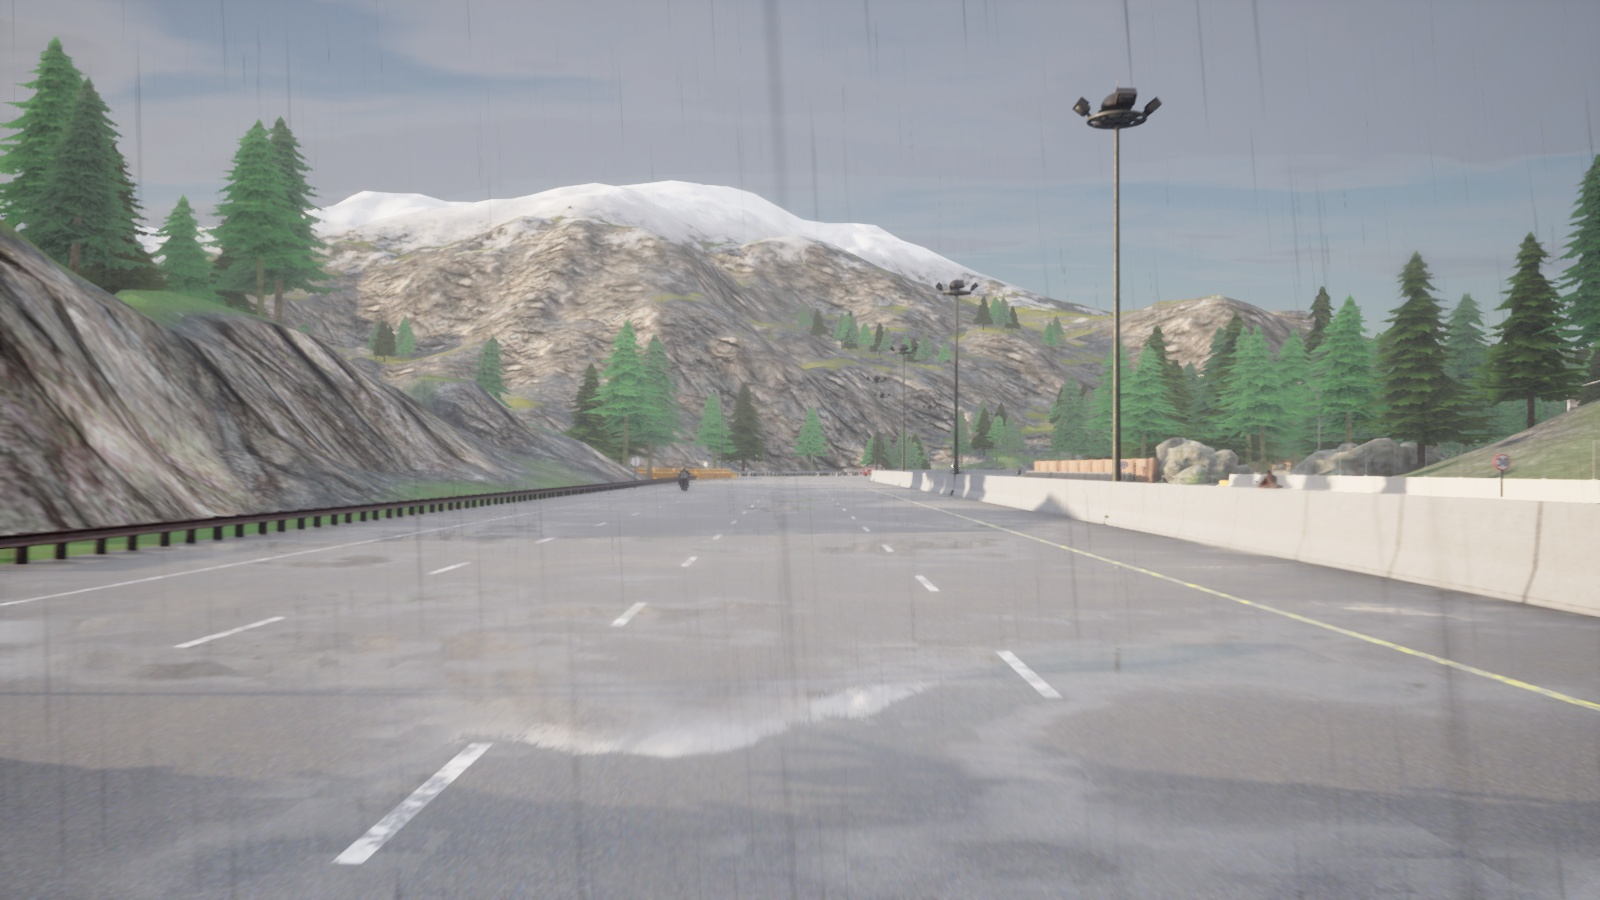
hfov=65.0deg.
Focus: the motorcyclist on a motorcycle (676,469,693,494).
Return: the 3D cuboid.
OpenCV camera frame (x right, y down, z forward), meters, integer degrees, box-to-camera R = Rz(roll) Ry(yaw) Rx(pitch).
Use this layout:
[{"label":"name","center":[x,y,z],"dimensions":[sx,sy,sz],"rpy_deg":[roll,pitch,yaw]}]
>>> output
[{"label":"motorcyclist on a motorcycle","center":[-7.185,1.924,78.161],"dimensions":[0.866,1.530,2.191],"rpy_deg":[0,-1,0]}]
